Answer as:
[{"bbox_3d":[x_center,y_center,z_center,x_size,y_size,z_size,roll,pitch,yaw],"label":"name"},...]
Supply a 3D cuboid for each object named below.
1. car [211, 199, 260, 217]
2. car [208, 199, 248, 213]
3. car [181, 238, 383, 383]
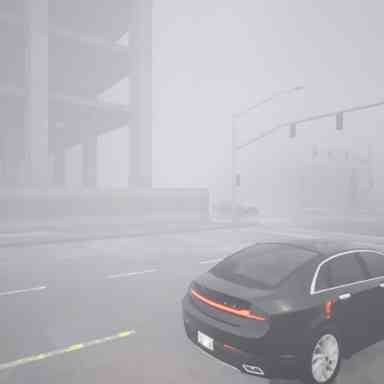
[{"bbox_3d":[4.172,1.601,31.720,1.895,1.301,4.718,0,0,-36],"label":"car"},{"bbox_3d":[4.037,1.526,37.874,1.812,1.442,4.674,0,0,-36],"label":"car"},{"bbox_3d":[2.143,1.505,5.317,4.892,1.490,1.837,0,0,-35],"label":"car"}]
